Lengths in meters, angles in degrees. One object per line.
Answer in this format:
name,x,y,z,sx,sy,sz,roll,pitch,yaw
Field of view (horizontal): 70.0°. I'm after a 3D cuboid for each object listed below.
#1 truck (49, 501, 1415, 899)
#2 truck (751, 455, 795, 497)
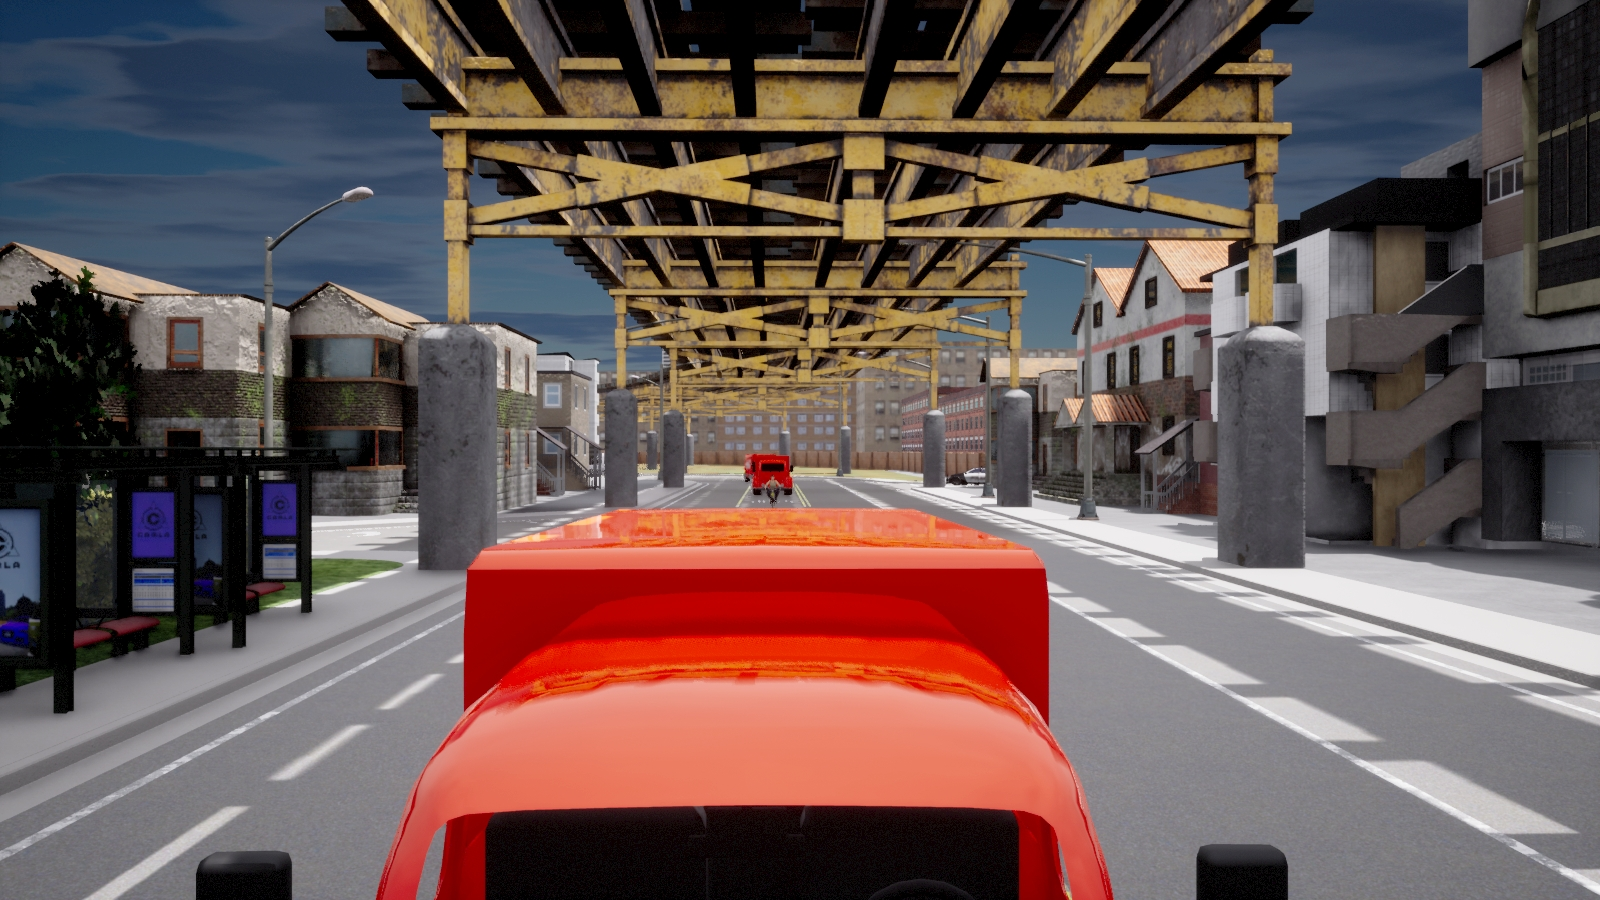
truck,-0.167,1.568,4.802,2.627,2.467,5.204,0,0,-1
truck,-1.698,1.568,70.815,2.627,2.467,5.204,0,0,-1
